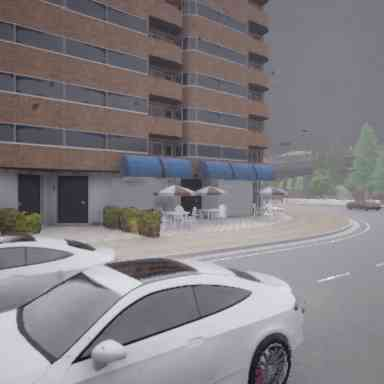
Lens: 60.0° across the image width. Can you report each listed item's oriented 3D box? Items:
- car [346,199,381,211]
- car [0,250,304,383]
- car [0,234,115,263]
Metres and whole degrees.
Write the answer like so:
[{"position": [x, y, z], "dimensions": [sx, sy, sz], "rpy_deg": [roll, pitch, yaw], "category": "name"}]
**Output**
[{"position": [21.144, 1.564, 41.140], "dimensions": [1.994, 1.385, 4.181], "rpy_deg": [0, 0, -16], "category": "car"}, {"position": [-0.706, 1.526, 3.534], "dimensions": [4.674, 1.442, 1.812], "rpy_deg": [0, 0, -36], "category": "car"}, {"position": [-3.515, 1.525, 5.824], "dimensions": [4.674, 1.442, 1.812], "rpy_deg": [0, 0, -36], "category": "car"}]
